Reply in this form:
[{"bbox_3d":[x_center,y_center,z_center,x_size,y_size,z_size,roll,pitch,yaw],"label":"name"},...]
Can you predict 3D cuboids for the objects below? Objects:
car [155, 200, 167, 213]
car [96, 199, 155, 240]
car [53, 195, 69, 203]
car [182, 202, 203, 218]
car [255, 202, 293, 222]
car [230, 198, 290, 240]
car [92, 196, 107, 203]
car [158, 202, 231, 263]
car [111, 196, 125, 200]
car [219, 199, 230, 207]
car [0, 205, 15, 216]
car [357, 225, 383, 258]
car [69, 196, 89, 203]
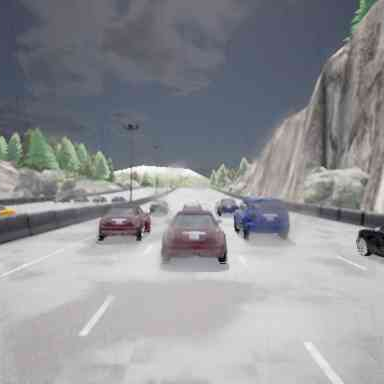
[{"bbox_3d":[-3.460,1.623,35.316,1.812,1.442,4.674,0,0,0],"label":"car"},{"bbox_3d":[-3.430,1.458,17.757,2.097,1.767,4.553,0,0,0],"label":"car"},{"bbox_3d":[-24.612,1.367,62.816,2.128,1.511,4.902,0,1,0],"label":"car"},{"bbox_3d":[0.045,1.706,32.648,1.895,1.301,4.718,0,0,0],"label":"car"},{"bbox_3d":[7.051,1.660,29.139,2.033,1.411,5.357,0,0,0],"label":"car"},{"bbox_3d":[3.571,1.327,17.874,2.150,2.045,5.566,0,0,0],"label":"car"},{"bbox_3d":[-17.621,1.409,63.451,1.994,1.385,4.181,0,1,0],"label":"car"},{"bbox_3d":[0.074,1.439,12.452,2.097,1.767,4.553,0,0,0],"label":"car"},{"bbox_3d":[-14.117,1.394,63.518,2.033,1.411,5.357,0,1,0],"label":"car"},{"bbox_3d":[3.541,1.452,34.079,2.097,1.767,4.553,0,0,0],"label":"car"},{"bbox_3d":[-14.136,1.595,22.781,1.882,1.535,5.008,0,0,0],"label":"car"},{"bbox_3d":[7.076,1.553,10.383,1.882,1.535,5.008,0,0,0],"label":"car"},{"bbox_3d":[-21.114,1.409,63.296,1.994,1.385,4.181,0,1,0],"label":"car"}]
